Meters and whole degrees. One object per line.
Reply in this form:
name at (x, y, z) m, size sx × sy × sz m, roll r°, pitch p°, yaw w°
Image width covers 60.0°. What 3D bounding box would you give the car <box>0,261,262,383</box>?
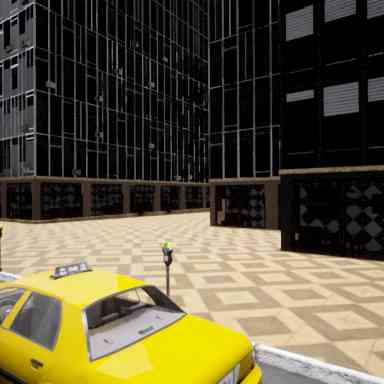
car at (-1.618, 1.526, 4.021) m, size 4.829 × 1.417 × 1.752 m, roll 0°, pitch 0°, yaw 35°
